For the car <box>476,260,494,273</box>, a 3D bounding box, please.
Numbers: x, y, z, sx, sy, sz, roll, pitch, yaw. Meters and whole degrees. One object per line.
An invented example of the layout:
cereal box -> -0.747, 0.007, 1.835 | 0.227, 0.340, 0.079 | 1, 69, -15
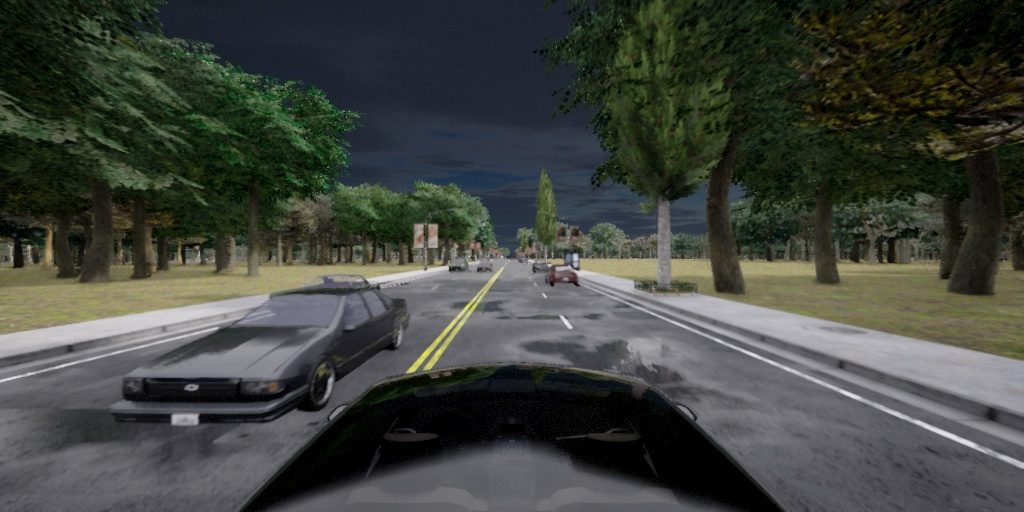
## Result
car -> -3.285, 1.258, 44.191 | 1.837, 1.490, 4.892 | 0, 0, 0

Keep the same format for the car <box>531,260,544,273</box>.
car -> 3.399, 1.254, 43.983 | 2.128, 1.511, 4.902 | 0, 0, 0

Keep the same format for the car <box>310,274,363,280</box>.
car -> -6.553, 1.345, 13.109 | 1.895, 1.301, 4.718 | 0, 0, 0

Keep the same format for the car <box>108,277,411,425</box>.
car -> -3.335, 1.294, 6.345 | 2.033, 1.411, 5.357 | 0, 0, 1

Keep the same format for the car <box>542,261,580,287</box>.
car -> 3.372, 1.282, 24.707 | 1.812, 1.442, 4.674 | 0, 0, 0

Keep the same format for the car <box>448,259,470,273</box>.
car -> -6.531, 1.102, 44.384 | 2.097, 1.767, 4.553 | 0, 0, 0
